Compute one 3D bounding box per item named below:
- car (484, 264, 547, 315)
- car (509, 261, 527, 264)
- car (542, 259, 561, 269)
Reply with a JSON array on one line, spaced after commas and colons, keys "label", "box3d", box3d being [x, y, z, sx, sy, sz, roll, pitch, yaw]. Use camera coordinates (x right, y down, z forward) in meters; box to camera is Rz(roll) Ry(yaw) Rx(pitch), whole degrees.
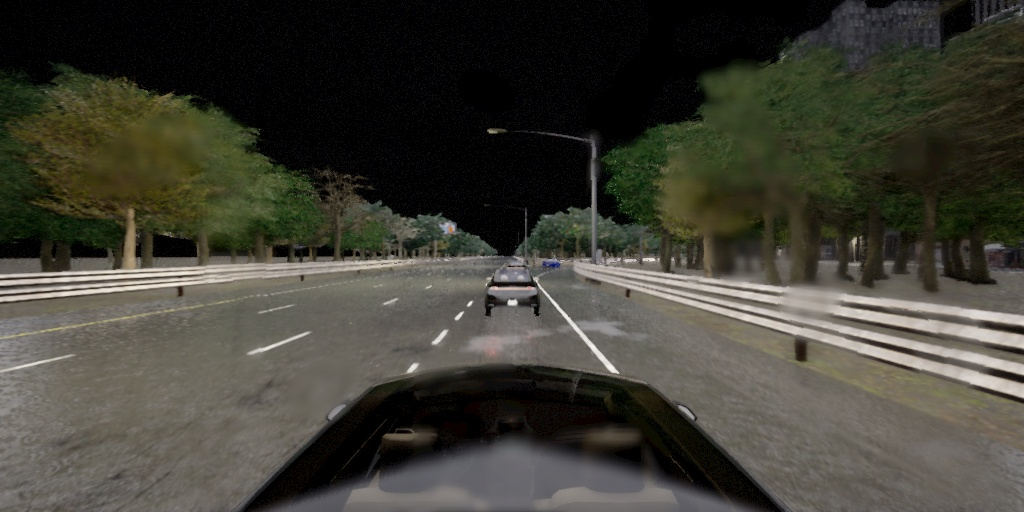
[{"label": "car", "box3d": [0.019, 1.219, 13.382, 2.128, 1.511, 4.902, 0, 0, 0]}, {"label": "car", "box3d": [0.578, 1.184, 31.365, 2.128, 1.511, 4.902, 0, 0, 6]}, {"label": "car", "box3d": [5.995, 1.133, 53.645, 1.882, 1.535, 5.008, 0, 0, 21]}]
